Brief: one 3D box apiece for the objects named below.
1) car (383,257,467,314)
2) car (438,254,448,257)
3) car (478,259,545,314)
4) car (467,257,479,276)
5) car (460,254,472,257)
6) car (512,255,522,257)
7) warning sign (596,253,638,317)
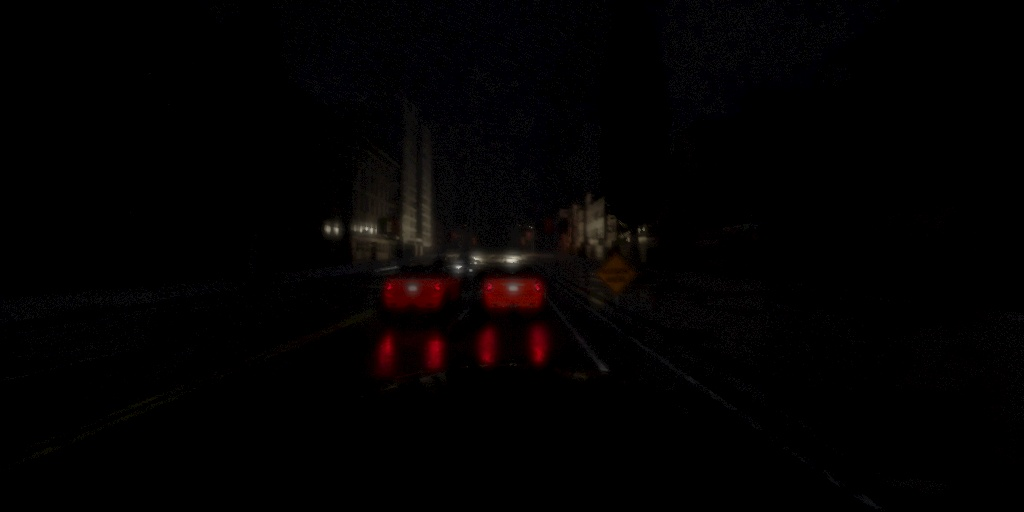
[{"bbox_3d":[-3.188,1.046,13.705,2.097,1.767,4.553,0,0,0],"label":"car"},{"bbox_3d":[-9.860,0.486,50.478,2.033,1.411,5.357,0,2,0],"label":"car"},{"bbox_3d":[0.063,1.046,13.700,2.097,1.767,4.553,0,0,0],"label":"car"},{"bbox_3d":[-3.189,1.036,29.835,1.994,1.385,4.181,0,1,0],"label":"car"},{"bbox_3d":[-6.609,0.429,50.508,2.128,1.511,4.902,0,2,0],"label":"car"},{"bbox_3d":[0.055,0.982,28.933,2.128,1.511,4.902,0,1,0],"label":"car"},{"bbox_3d":[3.220,0.834,10.970,1.300,1.860,1.060,0,0,0],"label":"warning sign"}]
